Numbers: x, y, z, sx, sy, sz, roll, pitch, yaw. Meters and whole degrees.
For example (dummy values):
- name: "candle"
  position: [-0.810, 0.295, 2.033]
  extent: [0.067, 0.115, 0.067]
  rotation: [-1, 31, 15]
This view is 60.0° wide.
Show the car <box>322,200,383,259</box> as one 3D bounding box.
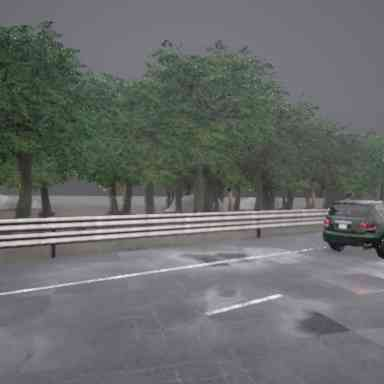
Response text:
- name: "car"
  position: [7.627, 1.352, 13.407]
  extent: [5.566, 2.045, 2.150]
  rotation: [1, 0, -34]
